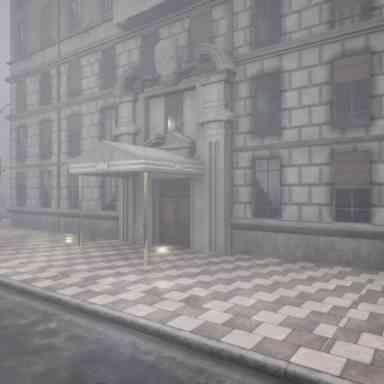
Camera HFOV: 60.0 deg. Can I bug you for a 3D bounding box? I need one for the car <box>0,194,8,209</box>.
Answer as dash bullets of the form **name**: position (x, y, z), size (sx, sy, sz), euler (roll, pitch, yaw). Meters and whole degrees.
- **car**: position (-26.766, 1.221, 42.717), size (2.150, 2.045, 5.566), euler (0, 0, 35)
